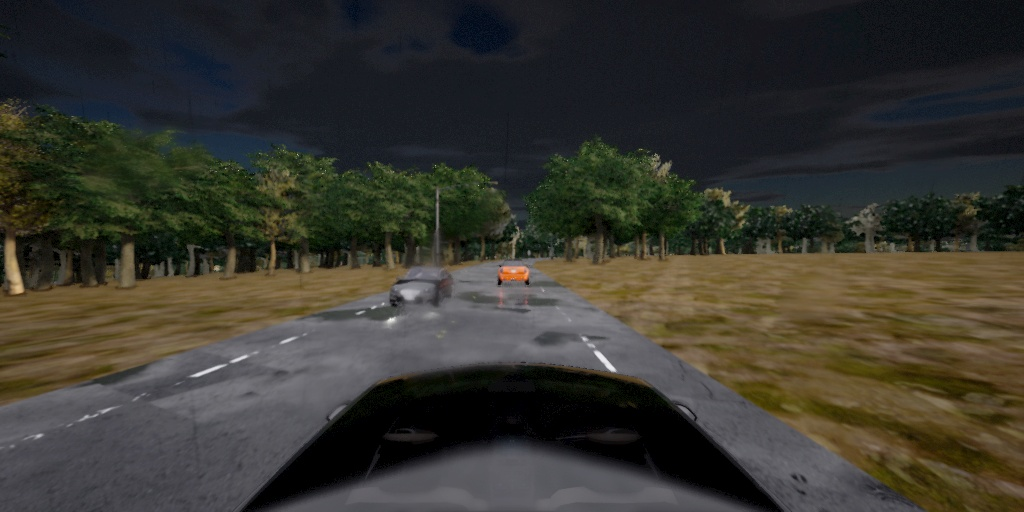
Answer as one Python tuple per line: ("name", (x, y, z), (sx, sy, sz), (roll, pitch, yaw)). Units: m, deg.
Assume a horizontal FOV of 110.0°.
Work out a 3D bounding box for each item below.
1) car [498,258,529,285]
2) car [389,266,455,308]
("car", (0.103, 0.991, 25.346), (2.097, 1.767, 4.553), (0, 0, 0))
("car", (-3.597, 1.194, 15.052), (2.128, 1.511, 4.902), (0, 0, 0))
